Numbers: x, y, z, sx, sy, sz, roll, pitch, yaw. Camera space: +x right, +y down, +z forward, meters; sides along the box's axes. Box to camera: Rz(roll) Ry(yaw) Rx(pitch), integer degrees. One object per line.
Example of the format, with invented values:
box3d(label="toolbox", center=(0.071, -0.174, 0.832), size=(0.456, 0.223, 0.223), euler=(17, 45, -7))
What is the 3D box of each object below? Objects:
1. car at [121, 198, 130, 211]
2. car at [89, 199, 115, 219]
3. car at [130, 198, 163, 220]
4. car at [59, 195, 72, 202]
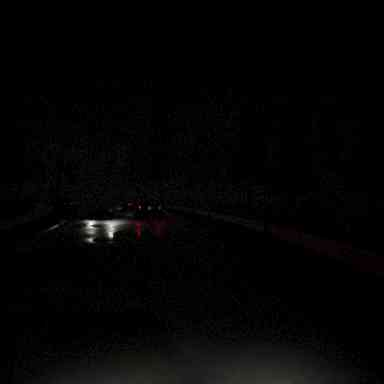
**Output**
box3d(label="car", center=(-7.065, 1.413, 38.576), size=(2.033, 1.411, 5.357), euler=(0, 0, -20))
box3d(label="car", center=(-7.597, 1.386, 27.986), size=(1.882, 1.535, 5.008), euler=(0, 0, -16))
box3d(label="car", center=(-3.759, 1.252, 27.719), size=(2.097, 1.767, 4.553), euler=(0, 0, -14))
box3d(label="car", center=(-24.853, 1.345, 64.646), size=(1.994, 1.385, 4.181), euler=(0, 0, -35))
